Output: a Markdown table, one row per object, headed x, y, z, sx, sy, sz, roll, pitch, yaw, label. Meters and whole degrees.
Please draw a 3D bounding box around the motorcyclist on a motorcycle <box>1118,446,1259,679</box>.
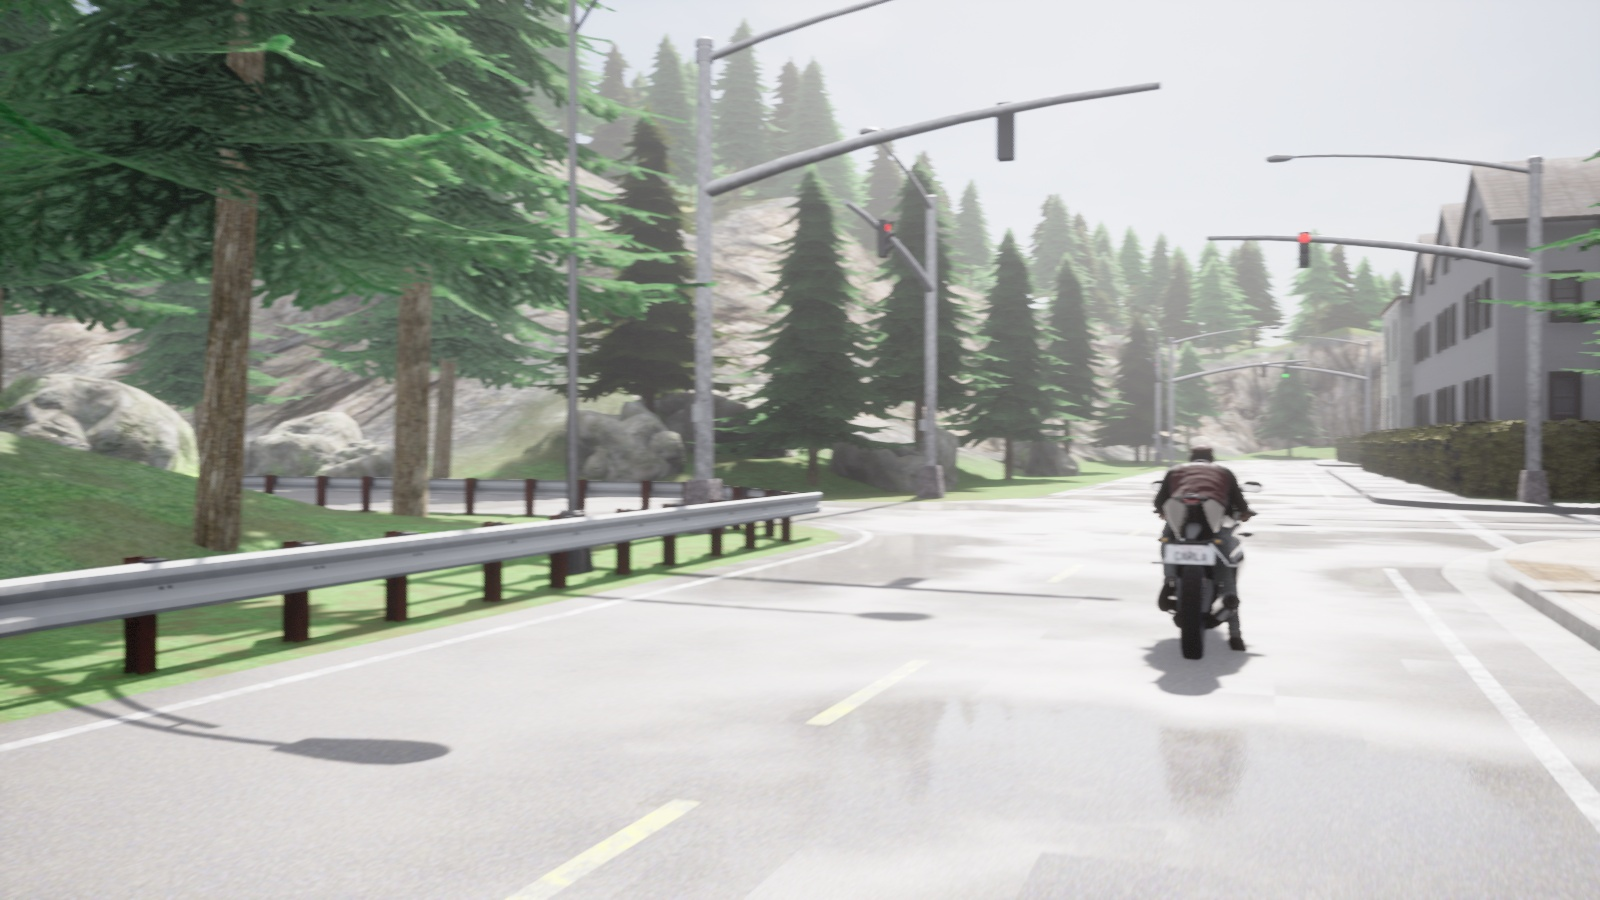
| x | y | z | sx | sy | sz | roll | pitch | yaw | label |
| --- | --- | --- | --- | --- | --- | --- | --- | --- | --- |
| 2.973 | 0.738 | 9.451 | 0.866 | 1.530 | 2.191 | 0 | 0 | 21 | motorcyclist on a motorcycle |
